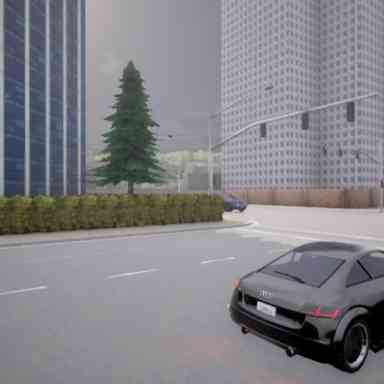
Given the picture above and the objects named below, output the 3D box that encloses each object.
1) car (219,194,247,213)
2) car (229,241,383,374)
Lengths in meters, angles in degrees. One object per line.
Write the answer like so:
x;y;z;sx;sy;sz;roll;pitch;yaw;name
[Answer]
3.674;1.201;37.378;2.150;2.045;5.566;0;0;-35;car
2.660;1.560;5.679;4.181;1.385;1.994;0;0;-35;car
